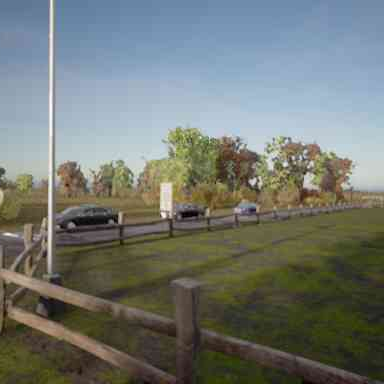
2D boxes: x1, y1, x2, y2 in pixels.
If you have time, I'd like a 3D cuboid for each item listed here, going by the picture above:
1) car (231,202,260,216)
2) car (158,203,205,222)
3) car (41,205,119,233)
[{"bbox_3d":[6.241,1.900,38.088,1.812,1.442,4.674,2,0,36],"label":"car"},{"bbox_3d":[-0.804,1.693,28.329,2.128,1.511,4.902,2,0,36],"label":"car"},{"bbox_3d":[-6.612,1.566,20.223,1.837,1.490,4.892,2,0,35],"label":"car"}]
